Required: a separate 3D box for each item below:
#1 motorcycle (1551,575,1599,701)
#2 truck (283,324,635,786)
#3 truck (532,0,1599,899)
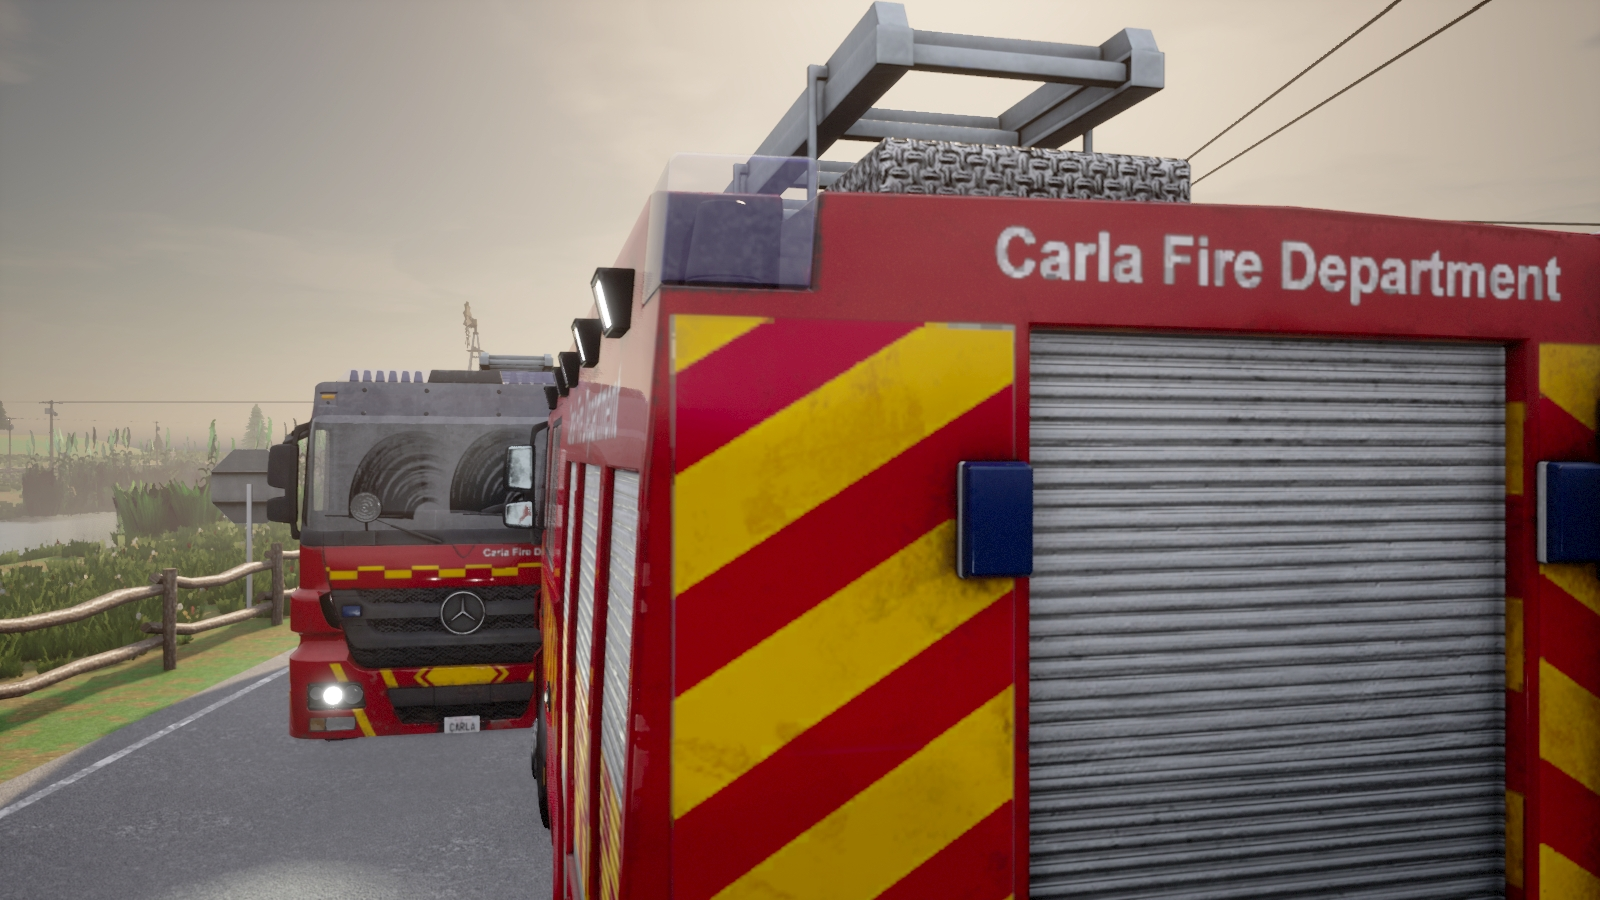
[{"bbox_3d":[9.798,2.142,13.155,1.805,1.316,0.856,0,0,-7],"label":"motorcycle"},{"bbox_3d":[-3.898,0.862,13.923,2.891,3.827,8.468,0,0,-14],"label":"truck"},{"bbox_3d":[-0.057,0.867,6.870,2.891,3.827,8.468,0,0,-14],"label":"truck"}]
